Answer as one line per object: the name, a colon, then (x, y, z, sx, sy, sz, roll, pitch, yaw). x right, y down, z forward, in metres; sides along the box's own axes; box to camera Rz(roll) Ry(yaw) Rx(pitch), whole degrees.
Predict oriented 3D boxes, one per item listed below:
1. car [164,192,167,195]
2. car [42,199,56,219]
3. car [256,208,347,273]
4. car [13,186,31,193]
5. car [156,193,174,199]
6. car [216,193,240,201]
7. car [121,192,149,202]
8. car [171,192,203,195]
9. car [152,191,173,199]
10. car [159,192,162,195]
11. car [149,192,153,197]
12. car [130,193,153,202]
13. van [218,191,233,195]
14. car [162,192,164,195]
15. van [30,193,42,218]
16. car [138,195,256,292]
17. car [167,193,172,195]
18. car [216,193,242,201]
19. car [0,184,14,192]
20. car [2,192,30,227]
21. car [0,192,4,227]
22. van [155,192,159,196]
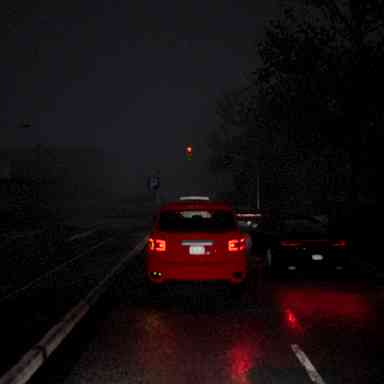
car: (-9.382, 1.222, 83.012, 4.674, 1.452, 2.002, -1, 0, -13)
car: (-13.664, 1.359, 27.248, 4.553, 1.767, 2.185, -1, 0, -19)
car: (3.096, 1.471, 10.680, 1.882, 1.535, 5.008, 0, 0, 0)
car: (-28.241, 0.045, 55.900, 2.002, 1.452, 4.674, 6, -2, -19)
car: (-7.711, 1.159, 94.981, 5.008, 1.535, 2.097, -1, 0, -12)
car: (7.570, 1.025, 70.647, 4.553, 1.767, 2.185, 1, 0, -14)
car: (-11.533, 1.251, 65.057, 4.792, 1.488, 2.163, -1, 0, -15)
car: (0.128, 1.214, 19.444, 2.150, 2.045, 5.566, 0, 0, 0)
car: (-8.129, 0.913, 92.001, 5.566, 2.045, 2.435, -1, 0, -12)
car: (-10.118, 1.195, 77.014, 4.892, 1.521, 2.231, -1, 0, -14)
car: (-10.893, 1.203, 68.050, 5.366, 1.575, 1.946, -1, 0, -15)
car: (-10.803, 1.079, 71.002, 4.553, 1.767, 2.185, -1, 0, -14)
van: (7.191, 0.931, 67.677, 4.442, 1.987, 1.878, 1, 0, -14)
car: (-9.749, 1.227, 80.010, 4.674, 1.452, 2.002, -1, 0, -13)
van: (-13.635, 1.258, 24.270, 4.442, 1.987, 1.878, -1, 0, -20)
car: (0.092, 1.215, 9.087, 2.150, 2.045, 5.566, 0, 0, 0)
car: (-8.575, 1.210, 88.995, 4.674, 1.452, 2.002, -1, 0, -12)
car: (8.102, 1.142, 73.641, 5.366, 1.575, 1.946, 1, 0, -13)
car: (-31.236, -0.517, 55.955, 2.435, 2.045, 5.566, 6, -2, -19)
car: (-13.747, 1.233, 21.233, 5.566, 2.045, 2.435, -1, 0, -20)
car: (-13.816, 1.233, 18.197, 5.566, 2.045, 2.435, -1, 0, -20)
van: (-10.342, 0.971, 74.042, 4.442, 1.987, 1.878, -1, 0, -14)
